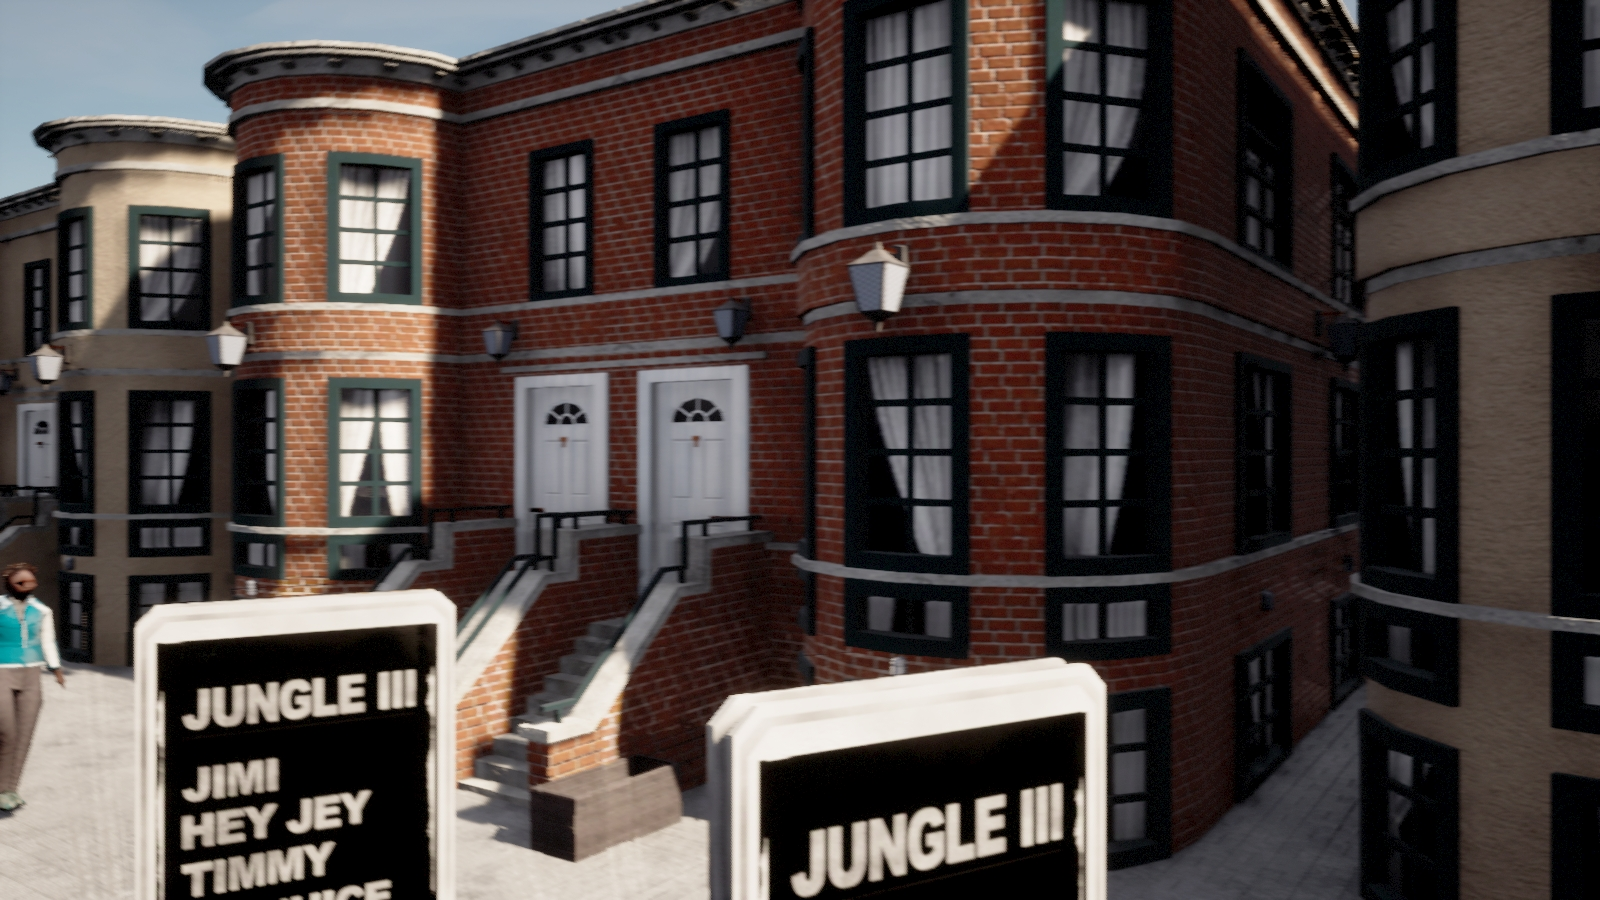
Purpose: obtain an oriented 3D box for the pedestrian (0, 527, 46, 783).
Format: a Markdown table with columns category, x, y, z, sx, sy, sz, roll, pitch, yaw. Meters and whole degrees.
| category | x | y | z | sx | sy | sz | roll | pitch | yaw |
| --- | --- | --- | --- | --- | --- | --- | --- | --- | --- |
| pedestrian | -5.979 | 1.525 | 8.617 | 0.375 | 1.860 | 0.375 | 0 | 0 | 34 |
